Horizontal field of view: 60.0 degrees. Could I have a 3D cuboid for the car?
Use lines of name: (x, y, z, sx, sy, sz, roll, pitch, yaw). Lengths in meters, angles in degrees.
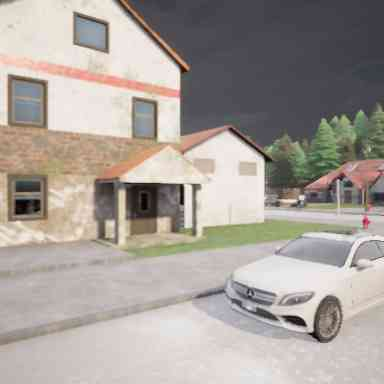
car: (2.794, 1.523, 6.581, 4.674, 1.442, 1.812, 0, 0, -35)
